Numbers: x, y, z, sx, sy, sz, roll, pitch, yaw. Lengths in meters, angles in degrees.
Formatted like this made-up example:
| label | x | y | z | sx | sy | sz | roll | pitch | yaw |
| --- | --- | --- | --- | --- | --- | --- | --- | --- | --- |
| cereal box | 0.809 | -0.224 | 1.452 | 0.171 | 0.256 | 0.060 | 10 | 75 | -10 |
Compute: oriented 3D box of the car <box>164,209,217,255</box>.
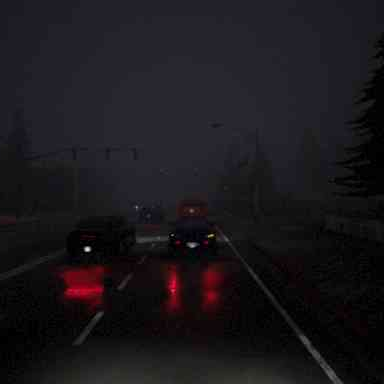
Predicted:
| label | x | y | z | sx | sy | sz | roll | pitch | yaw |
| --- | --- | --- | --- | --- | --- | --- | --- | --- | --- |
| car | 0.032 | 1.678 | 13.881 | 1.812 | 1.442 | 4.674 | 0 | 0 | 1 |

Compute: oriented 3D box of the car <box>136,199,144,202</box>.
| label | x | y | z | sx | sy | sz | roll | pitch | yaw |
| --- | --- | --- | --- | --- | --- | --- | --- | --- | --- |
| car | -10.445 | 2.278 | 69.008 | 1.812 | 1.442 | 4.674 | 0 | -1 | 0 |

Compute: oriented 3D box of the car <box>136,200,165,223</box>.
| label | x | y | z | sx | sy | sz | roll | pitch | yaw |
| --- | --- | --- | --- | --- | --- | --- | --- | --- | --- |
| car | -3.446 | 1.798 | 29.226 | 1.882 | 1.535 | 5.008 | 0 | 0 | 1 |

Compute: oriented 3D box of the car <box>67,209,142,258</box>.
| label | x | y | z | sx | sy | sz | roll | pitch | yaw |
| --- | --- | --- | --- | --- | --- | --- | --- | --- | --- |
| car | -3.473 | 1.656 | 13.518 | 1.837 | 1.490 | 4.892 | 0 | 0 | 0 |

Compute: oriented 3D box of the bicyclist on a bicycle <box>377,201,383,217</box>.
| label | x | y | z | sx | sy | sz | roll | pitch | yaw |
| --- | --- | --- | --- | --- | --- | --- | --- | --- | --- |
| bicyclist on a bicycle | 18.275 | 1.653 | 31.999 | 0.582 | 1.620 | 1.656 | 0 | -1 | 0 |

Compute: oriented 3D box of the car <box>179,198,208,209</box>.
| label | x | y | z | sx | sy | sz | roll | pitch | yaw |
| --- | --- | --- | --- | --- | --- | --- | --- | --- | --- |
| car | 0.140 | 1.527 | 27.575 | 2.150 | 2.045 | 5.566 | 0 | 0 | 3 |
